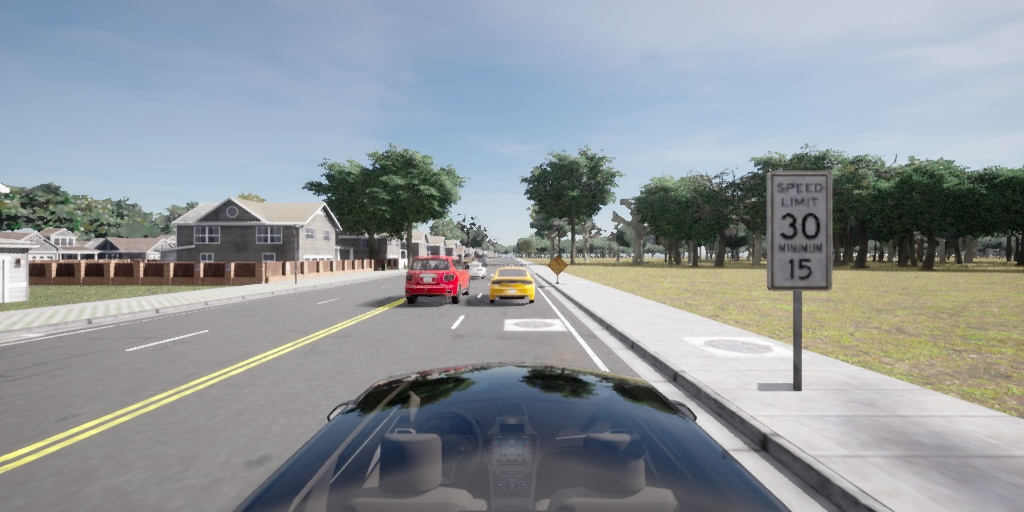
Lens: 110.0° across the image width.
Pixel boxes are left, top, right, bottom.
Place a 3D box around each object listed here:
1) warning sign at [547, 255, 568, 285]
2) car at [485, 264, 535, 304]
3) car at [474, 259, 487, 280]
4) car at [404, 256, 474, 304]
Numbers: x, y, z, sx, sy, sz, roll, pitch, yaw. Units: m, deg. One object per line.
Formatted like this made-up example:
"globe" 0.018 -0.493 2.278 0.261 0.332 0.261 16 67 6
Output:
"warning sign" 2.850 0.864 22.473 1.300 1.860 1.060 0 0 0
"car" 0.000 1.235 16.500 1.882 1.535 5.008 0 0 0
"car" -3.250 1.282 31.500 1.812 1.442 4.674 0 0 0
"car" -3.250 1.008 16.530 2.150 2.045 5.566 0 0 0
